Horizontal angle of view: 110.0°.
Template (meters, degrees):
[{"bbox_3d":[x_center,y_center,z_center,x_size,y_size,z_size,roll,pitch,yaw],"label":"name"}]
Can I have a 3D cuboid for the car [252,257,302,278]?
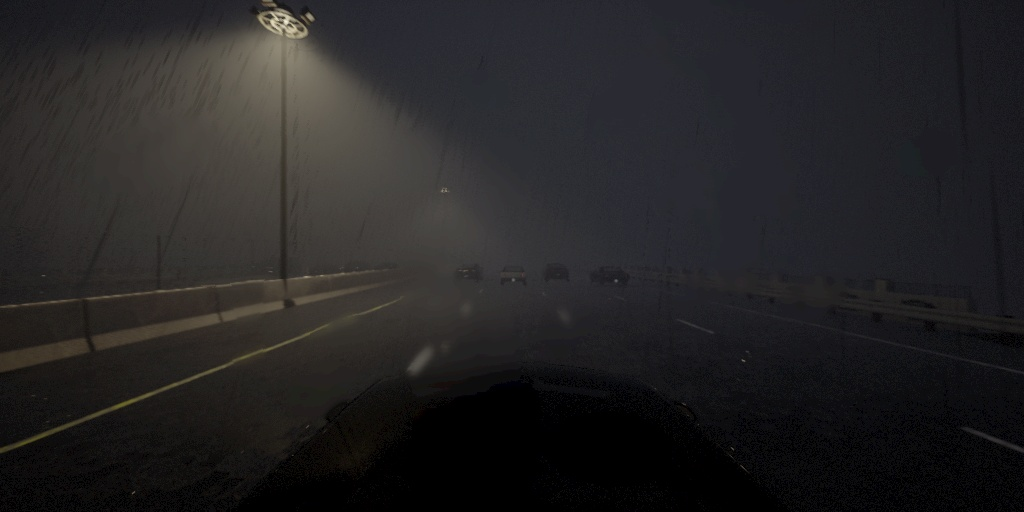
[{"bbox_3d":[-24.567,1.168,37.756,2.150,2.045,5.566,0,-1,0],"label":"car"}]

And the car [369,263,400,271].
[{"bbox_3d":[-14.055,1.488,40.576,1.837,1.490,4.892,0,-1,0],"label":"car"}]

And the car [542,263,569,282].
[{"bbox_3d":[3.603,1.332,30.406,1.882,1.535,5.008,0,-1,0],"label":"car"}]

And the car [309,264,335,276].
[{"bbox_3d":[-21.051,1.548,40.505,1.994,1.385,4.181,0,-1,0],"label":"car"}]

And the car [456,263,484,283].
[{"bbox_3d":[-3.400,1.339,29.313,2.128,1.511,4.902,0,-1,0],"label":"car"}]

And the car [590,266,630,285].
[{"bbox_3d":[7.096,1.425,26.653,1.895,1.301,4.718,0,0,0],"label":"car"}]

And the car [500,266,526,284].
[{"bbox_3d":[0.098,1.434,27.471,1.895,1.301,4.718,0,0,0],"label":"car"}]

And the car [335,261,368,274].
[{"bbox_3d":[-17.553,1.333,40.463,2.097,1.767,4.553,0,-1,0],"label":"car"}]
